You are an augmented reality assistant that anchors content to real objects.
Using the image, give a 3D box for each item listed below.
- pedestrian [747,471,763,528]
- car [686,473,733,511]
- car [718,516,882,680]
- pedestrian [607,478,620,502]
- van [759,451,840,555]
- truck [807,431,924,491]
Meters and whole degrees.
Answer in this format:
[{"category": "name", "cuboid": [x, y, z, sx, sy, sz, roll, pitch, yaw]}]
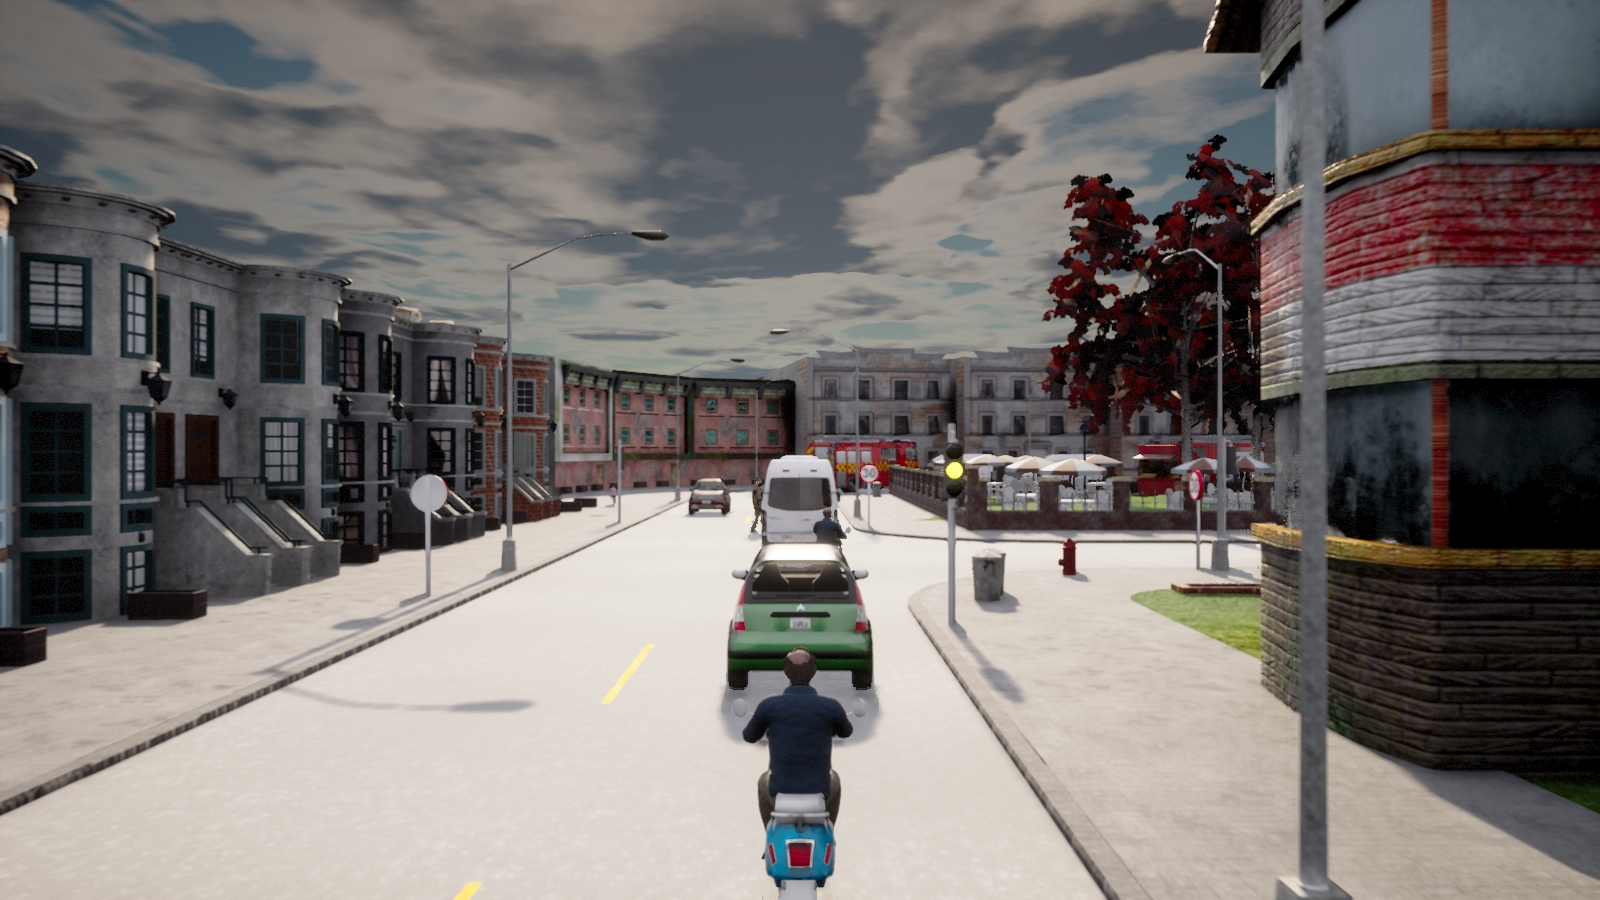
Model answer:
[{"category": "pedestrian", "cuboid": [-1.494, 1.650, 38.185, 0.375, 1.860, 0.375, 0, 0, -38]}, {"category": "car", "cuboid": [-4.015, 1.834, 50.994, 1.789, 1.549, 3.705, 0, 0, 0]}, {"category": "car", "cuboid": [-0.001, 1.789, 14.891, 1.851, 1.617, 3.988, 0, 0, 0]}, {"category": "pedestrian", "cuboid": [-9.033, 1.936, 55.296, 0.500, 1.100, 0.500, 0, 0, -22]}, {"category": "van", "cuboid": [-0.009, 1.329, 31.077, 1.988, 2.561, 5.915, 0, -1, 0]}, {"category": "truck", "cuboid": [4.516, 0.714, 77.552, 8.468, 3.827, 2.891, 0, 0, -43]}]
